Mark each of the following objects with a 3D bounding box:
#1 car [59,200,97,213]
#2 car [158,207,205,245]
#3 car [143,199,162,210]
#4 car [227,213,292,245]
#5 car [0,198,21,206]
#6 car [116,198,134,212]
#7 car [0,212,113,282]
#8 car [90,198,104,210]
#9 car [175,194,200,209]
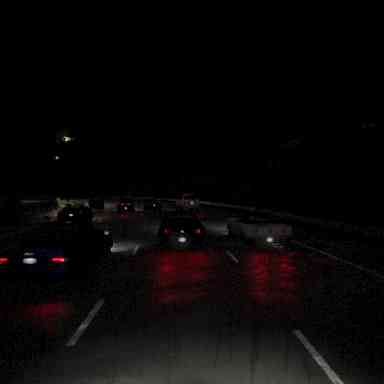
[{"bbox_3d":[-8.771,1.587,25.275,1.994,1.385,4.181,0,0,-8],"label":"car"},{"bbox_3d":[-0.583,1.612,15.548,1.895,1.301,4.718,0,0,-5],"label":"car"},{"bbox_3d":[-5.116,1.597,42.722,1.994,1.385,4.181,0,0,-14],"label":"car"},{"bbox_3d":[2.922,1.610,15.539,1.895,1.301,4.718,0,0,-5],"label":"car"},{"bbox_3d":[-23.610,1.520,43.127,1.882,1.535,5.008,0,0,-16],"label":"car"},{"bbox_3d":[-7.966,1.538,39.631,1.837,1.490,4.892,1,0,-13],"label":"car"},{"bbox_3d":[-3.684,1.557,9.790,2.033,1.411,5.357,0,0,-3],"label":"car"},{"bbox_3d":[-12.761,1.516,44.256,1.882,1.535,5.008,0,0,-16],"label":"car"},{"bbox_3d":[-0.562,1.250,38.903,2.150,2.045,5.566,0,0,-12],"label":"car"}]
